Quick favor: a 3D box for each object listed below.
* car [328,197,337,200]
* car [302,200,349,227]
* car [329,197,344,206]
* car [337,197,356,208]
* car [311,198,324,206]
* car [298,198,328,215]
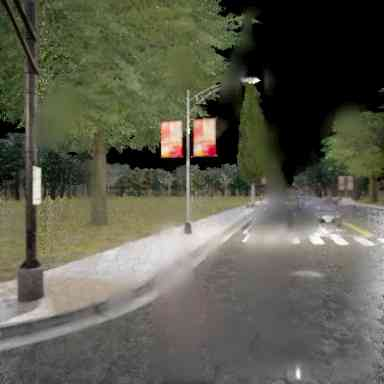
[{"bbox_3d":[20.201,1.598,50.844,2.128,1.511,4.902,0,0,15],"label":"car"},{"bbox_3d":[9.167,1.534,23.211,2.128,1.511,4.902,0,0,15],"label":"car"},{"bbox_3d":[26.127,1.654,60.182,1.812,1.442,4.674,0,0,15],"label":"car"},{"bbox_3d":[23.415,1.614,50.276,1.812,1.442,4.674,0,0,15],"label":"car"},{"bbox_3d":[22.952,1.748,60.890,1.895,1.301,4.718,0,0,15],"label":"car"},{"bbox_3d":[11.678,1.543,32.276,1.882,1.535,5.008,0,0,15],"label":"car"}]
